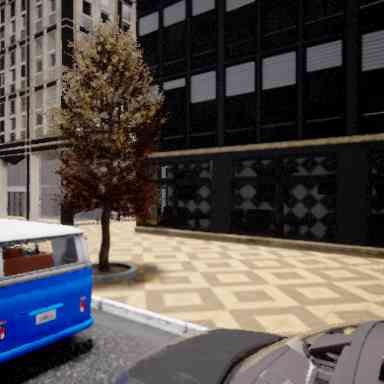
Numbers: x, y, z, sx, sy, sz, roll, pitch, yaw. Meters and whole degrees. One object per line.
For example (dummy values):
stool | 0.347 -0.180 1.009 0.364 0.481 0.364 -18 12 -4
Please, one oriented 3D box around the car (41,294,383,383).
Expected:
car | 1.305 1.551 1.943 4.403 1.369 2.008 0 0 35

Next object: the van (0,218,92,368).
van | -3.335 1.320 5.249 3.998 1.788 1.690 0 0 35
